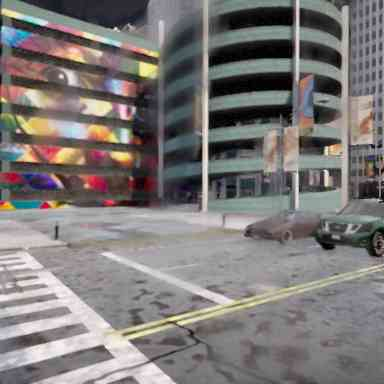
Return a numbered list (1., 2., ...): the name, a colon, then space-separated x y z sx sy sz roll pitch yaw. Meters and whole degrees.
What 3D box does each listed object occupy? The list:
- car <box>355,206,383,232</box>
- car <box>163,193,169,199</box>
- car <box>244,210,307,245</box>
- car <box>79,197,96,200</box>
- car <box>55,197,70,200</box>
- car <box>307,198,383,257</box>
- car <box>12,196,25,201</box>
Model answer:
1. car: 13.202 1.666 22.001 5.357 1.411 2.033 0 0 -35
2. car: -4.668 1.226 72.747 2.435 2.045 5.566 0 0 -36
3. car: 4.994 1.616 16.159 5.357 1.411 2.033 0 0 -36
4. car: -19.185 1.567 61.249 1.895 1.301 4.718 0 0 -36
5. car: -18.359 1.386 47.317 2.002 1.452 4.674 0 0 -36
6. car: 7.436 1.292 13.610 5.566 2.045 2.150 0 0 -36
7. car: -28.836 1.459 54.799 2.161 1.482 4.786 0 0 -36
